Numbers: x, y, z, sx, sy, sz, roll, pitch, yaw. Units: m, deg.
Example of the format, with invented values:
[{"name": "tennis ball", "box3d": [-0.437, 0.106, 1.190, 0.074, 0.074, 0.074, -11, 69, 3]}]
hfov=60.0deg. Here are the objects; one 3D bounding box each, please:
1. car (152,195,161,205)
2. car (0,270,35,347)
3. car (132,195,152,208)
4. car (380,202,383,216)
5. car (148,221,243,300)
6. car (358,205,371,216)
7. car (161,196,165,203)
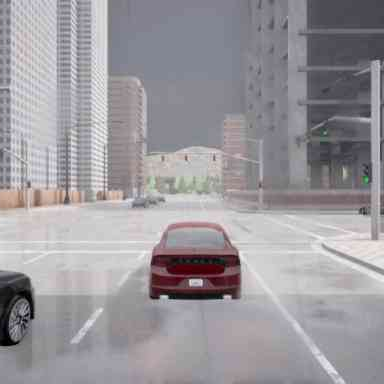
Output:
[{"name": "car", "box3d": [-7.094, 1.351, 56.796, 2.097, 1.767, 4.553, 0, 0, 1]}, {"name": "car", "box3d": [-3.449, 1.491, 3.442, 2.128, 1.511, 4.902, 0, 0, 0]}, {"name": "car", "box3d": [-7.248, 1.501, 46.959, 1.837, 1.490, 4.892, 0, 0, 1]}, {"name": "car", "box3d": [18.659, 1.217, 26.746, 5.566, 2.045, 2.150, 0, 0, 0]}, {"name": "car", "box3d": [0.064, 1.477, 8.447, 1.882, 1.535, 5.008, 0, 0, 0]}, {"name": "car", "box3d": [17.504, 1.561, 30.253, 4.181, 1.385, 1.994, 0, 0, 0]}, {"name": "car", "box3d": [-6.791, 1.532, 71.742, 2.033, 1.411, 5.357, 0, 0, 1]}]
